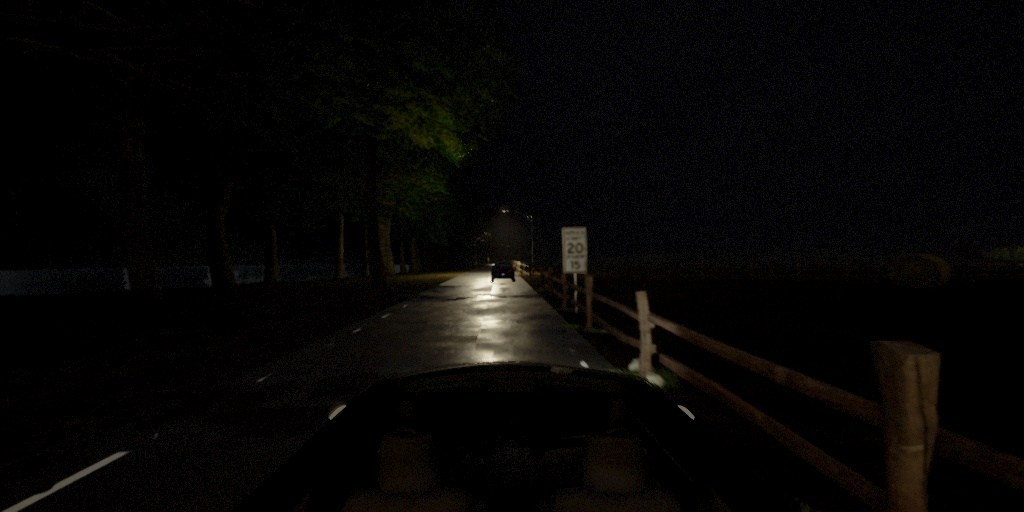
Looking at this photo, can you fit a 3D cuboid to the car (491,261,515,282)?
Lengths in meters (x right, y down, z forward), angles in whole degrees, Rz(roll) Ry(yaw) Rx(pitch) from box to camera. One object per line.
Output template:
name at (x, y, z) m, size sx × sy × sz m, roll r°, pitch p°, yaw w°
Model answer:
car at (-0.781, 1.294, 30.537) m, size 1.882 × 1.535 × 5.008 m, roll -1°, pitch 0°, yaw -2°
